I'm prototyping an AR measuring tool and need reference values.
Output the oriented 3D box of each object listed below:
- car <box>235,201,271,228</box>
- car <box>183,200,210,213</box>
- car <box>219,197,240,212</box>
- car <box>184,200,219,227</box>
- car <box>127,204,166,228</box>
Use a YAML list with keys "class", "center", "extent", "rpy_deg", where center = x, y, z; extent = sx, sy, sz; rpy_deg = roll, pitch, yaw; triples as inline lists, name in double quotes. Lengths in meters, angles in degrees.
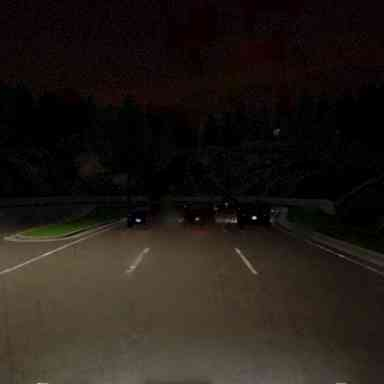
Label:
- class: "car"
  center: [4.111, 1.564, 22.584]
  extent: [1.994, 1.385, 4.181]
  rpy_deg: [0, 0, 7]
- class: "car"
  center: [0.617, 1.601, 37.649]
  extent: [1.895, 1.301, 4.718]
  rpy_deg: [0, 0, 17]
- class: "car"
  center: [4.358, 1.354, 37.955]
  extent: [2.097, 1.767, 4.553]
  rpy_deg: [0, 0, 17]
- class: "car"
  center: [0.617, 1.478, 22.721]
  extent: [1.882, 1.535, 5.008]
  rpy_deg: [0, 0, 6]
- class: "car"
  center: [-2.967, 1.526, 22.226]
  extent: [1.812, 1.442, 4.674]
  rpy_deg: [0, 0, 6]
